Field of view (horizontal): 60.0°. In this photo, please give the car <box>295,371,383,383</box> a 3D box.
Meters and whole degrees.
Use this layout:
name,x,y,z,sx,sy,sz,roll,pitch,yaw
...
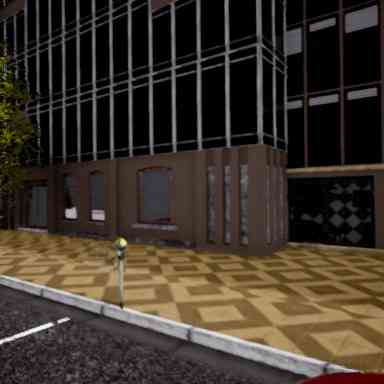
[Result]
name,x,y,z,sx,sy,sz,roll,pitch,yaw
car,2.300,1.563,1.265,4.206,1.307,1.802,-1,0,35
